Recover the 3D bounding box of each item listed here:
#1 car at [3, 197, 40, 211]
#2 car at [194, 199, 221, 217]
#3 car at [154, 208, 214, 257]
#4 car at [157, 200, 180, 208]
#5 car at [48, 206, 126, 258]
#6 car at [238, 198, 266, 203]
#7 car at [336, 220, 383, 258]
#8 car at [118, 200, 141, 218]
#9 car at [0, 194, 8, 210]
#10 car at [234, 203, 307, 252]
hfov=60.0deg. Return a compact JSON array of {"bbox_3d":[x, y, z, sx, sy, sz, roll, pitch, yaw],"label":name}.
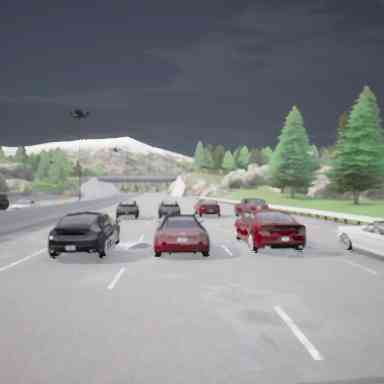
[{"bbox_3d":[-16.805,1.502,33.458,1.812,1.442,4.674,0,0,-7],"label":"car"},{"bbox_3d":[1.337,1.420,30.650,1.882,1.535,5.008,0,0,-7],"label":"car"},{"bbox_3d":[-0.439,1.542,12.983,1.994,1.385,4.181,0,0,-4],"label":"car"},{"bbox_3d":[-2.015,1.444,29.177,2.128,1.511,4.902,0,0,-7],"label":"car"},{"bbox_3d":[-3.923,1.491,12.751,1.837,1.490,4.892,0,0,-4],"label":"car"},{"bbox_3d":[5.080,1.290,28.702,2.097,1.767,4.553,0,0,-6],"label":"car"},{"bbox_3d":[6.718,1.567,11.014,1.895,1.301,4.718,0,0,-3],"label":"car"},{"bbox_3d":[-5.549,1.451,29.267,2.128,1.511,4.902,0,0,-7],"label":"car"},{"bbox_3d":[-20.325,1.204,33.410,2.150,2.045,5.566,0,0,-7],"label":"car"},{"bbox_3d":[3.023,1.446,13.774,1.882,1.535,5.008,0,0,-4],"label":"car"}]
